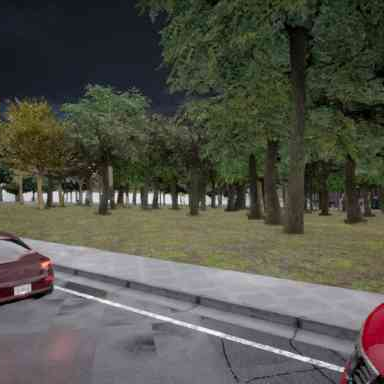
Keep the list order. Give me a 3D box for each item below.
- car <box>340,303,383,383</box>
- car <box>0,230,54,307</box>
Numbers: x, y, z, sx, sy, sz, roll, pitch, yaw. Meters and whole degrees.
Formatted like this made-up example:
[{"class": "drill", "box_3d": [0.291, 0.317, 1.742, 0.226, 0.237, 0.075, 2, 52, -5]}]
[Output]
[{"class": "car", "box_3d": [3.529, 1.223, 1.168, 5.566, 2.045, 2.150, 0, 0, 35]}, {"class": "car", "box_3d": [-4.807, 1.524, 7.101, 4.674, 1.442, 1.812, 0, 0, 35]}]
